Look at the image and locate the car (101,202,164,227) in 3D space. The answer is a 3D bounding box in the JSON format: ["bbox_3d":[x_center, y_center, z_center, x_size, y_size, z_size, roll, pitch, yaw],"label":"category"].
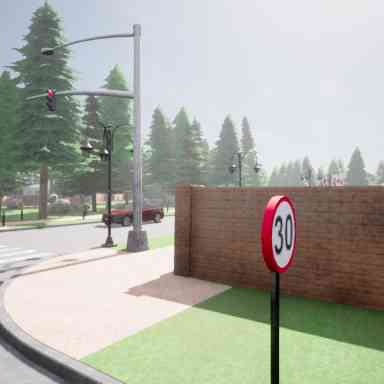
[{"bbox_3d":[-4.012,1.464,23.168,1.882,1.535,5.008,0,0,35],"label":"car"}]
